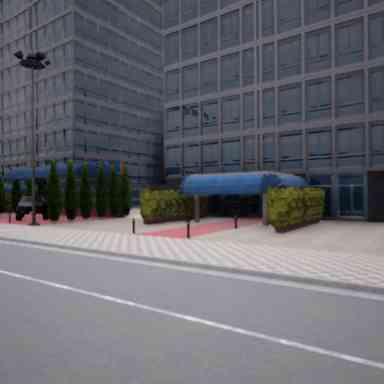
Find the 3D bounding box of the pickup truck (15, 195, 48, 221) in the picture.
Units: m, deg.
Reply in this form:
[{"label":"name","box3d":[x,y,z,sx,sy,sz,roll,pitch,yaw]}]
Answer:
[{"label":"pickup truck","box3d":[-14.121,1.352,29.463,2.390,2.098,6.274,0,0,-25]}]
